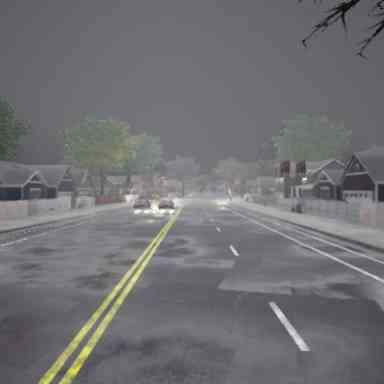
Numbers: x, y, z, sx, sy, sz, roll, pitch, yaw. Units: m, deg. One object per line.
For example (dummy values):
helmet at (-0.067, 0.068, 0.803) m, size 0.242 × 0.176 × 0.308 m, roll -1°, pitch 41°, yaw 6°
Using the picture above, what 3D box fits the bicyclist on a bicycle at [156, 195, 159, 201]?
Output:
bicyclist on a bicycle at (-7.451, 1.498, 71.901) m, size 0.866 × 1.612 × 1.509 m, roll 0°, pitch 0°, yaw 8°

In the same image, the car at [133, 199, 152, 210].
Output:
car at (-6.543, 1.648, 44.426) m, size 1.994 × 1.385 × 4.181 m, roll 0°, pitch 0°, yaw 1°

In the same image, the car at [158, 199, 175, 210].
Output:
car at (-3.297, 1.649, 43.888) m, size 1.994 × 1.385 × 4.181 m, roll 0°, pitch 0°, yaw 0°
